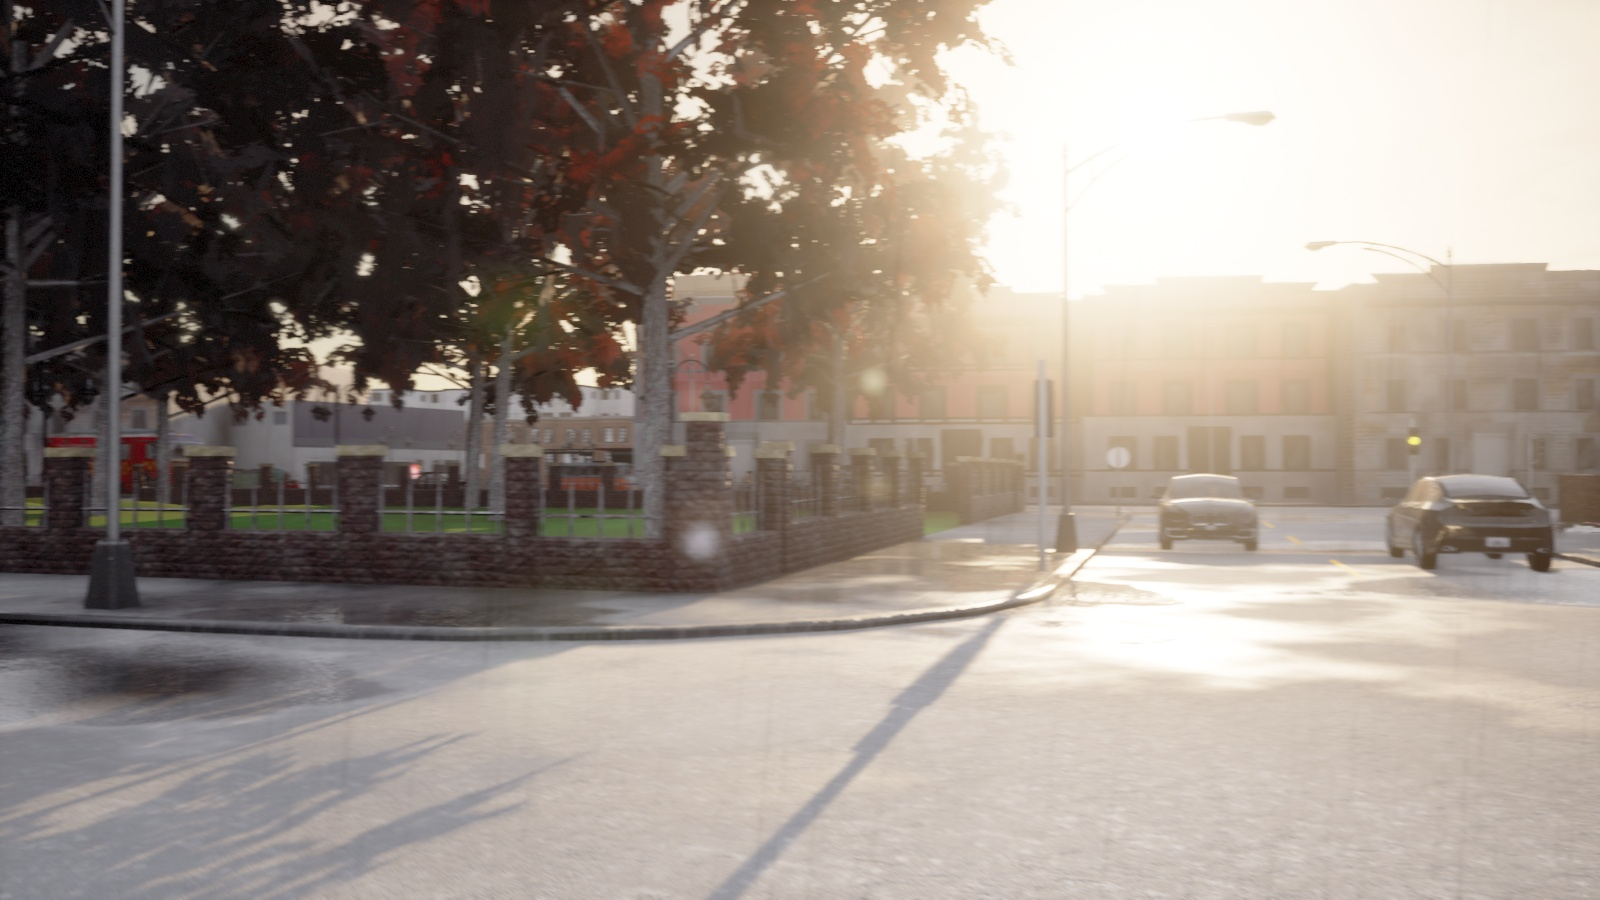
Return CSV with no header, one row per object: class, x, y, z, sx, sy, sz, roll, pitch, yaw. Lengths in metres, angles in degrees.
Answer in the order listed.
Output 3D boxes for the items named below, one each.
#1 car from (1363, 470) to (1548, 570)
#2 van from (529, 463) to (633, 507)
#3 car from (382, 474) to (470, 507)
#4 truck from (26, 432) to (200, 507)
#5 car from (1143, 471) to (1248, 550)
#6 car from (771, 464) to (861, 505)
car,11.035,1.101,21.505,1.837,1.490,4.892,-1,-1,16
van,-10.187,1.646,58.489,4.442,1.987,1.775,-1,-1,16
car,-18.089,1.973,60.775,3.705,1.549,1.789,-1,-1,16
truck,-36.085,1.060,66.009,8.468,3.827,2.891,-1,-1,16
car,8.232,1.208,26.471,1.837,1.490,4.892,-1,-1,15
car,0.776,1.621,59.476,3.866,1.878,1.905,-1,-1,16
